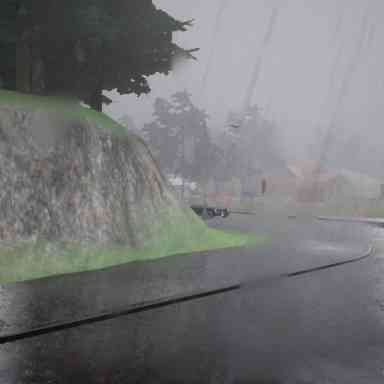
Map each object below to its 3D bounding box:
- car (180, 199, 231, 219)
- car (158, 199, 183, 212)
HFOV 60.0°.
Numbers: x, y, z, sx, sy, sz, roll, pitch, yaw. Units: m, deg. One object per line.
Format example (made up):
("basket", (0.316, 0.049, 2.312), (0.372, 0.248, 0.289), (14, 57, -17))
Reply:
("car", (1.288, 1.601, 29.672), (1.895, 1.301, 4.718), (0, 0, -35))
("car", (-1.637, 1.547, 40.996), (2.033, 1.411, 5.357), (0, 0, -35))
